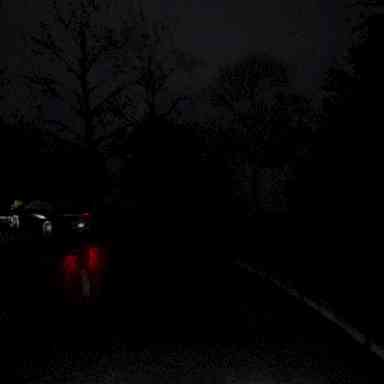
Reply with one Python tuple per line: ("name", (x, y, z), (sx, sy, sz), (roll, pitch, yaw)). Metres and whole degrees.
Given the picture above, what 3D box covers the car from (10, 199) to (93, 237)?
("car", (-6.623, 1.088, 15.501), (4.902, 1.511, 2.128), (3, 1, 37))
